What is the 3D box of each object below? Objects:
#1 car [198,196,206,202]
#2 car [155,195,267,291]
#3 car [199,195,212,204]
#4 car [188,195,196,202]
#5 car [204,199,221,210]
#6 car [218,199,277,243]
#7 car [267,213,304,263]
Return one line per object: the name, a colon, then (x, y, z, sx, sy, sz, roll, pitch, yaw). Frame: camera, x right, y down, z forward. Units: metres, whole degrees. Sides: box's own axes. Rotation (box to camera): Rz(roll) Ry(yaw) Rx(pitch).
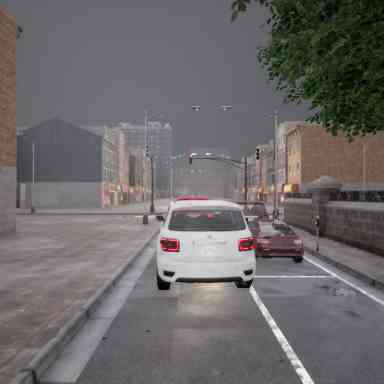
car: (2.590, 1.763, 87.101, 2.008, 1.369, 4.403, 0, 0, 0)
car: (0.174, 1.226, 9.234, 2.150, 2.045, 5.566, 0, 0, -4)
car: (2.605, 1.440, 65.352, 2.192, 1.841, 5.009, 1, 0, 0)
car: (-0.052, 1.553, 83.791, 2.097, 1.767, 4.553, 0, 0, 0)
car: (2.617, 1.605, 43.602, 1.887, 1.381, 4.507, 1, 0, 0)
car: (2.636, 1.326, 17.172, 2.192, 1.841, 5.009, 1, 0, 0)
car: (2.636, 1.588, 11.723, 1.802, 1.307, 4.206, 1, 0, 0)
